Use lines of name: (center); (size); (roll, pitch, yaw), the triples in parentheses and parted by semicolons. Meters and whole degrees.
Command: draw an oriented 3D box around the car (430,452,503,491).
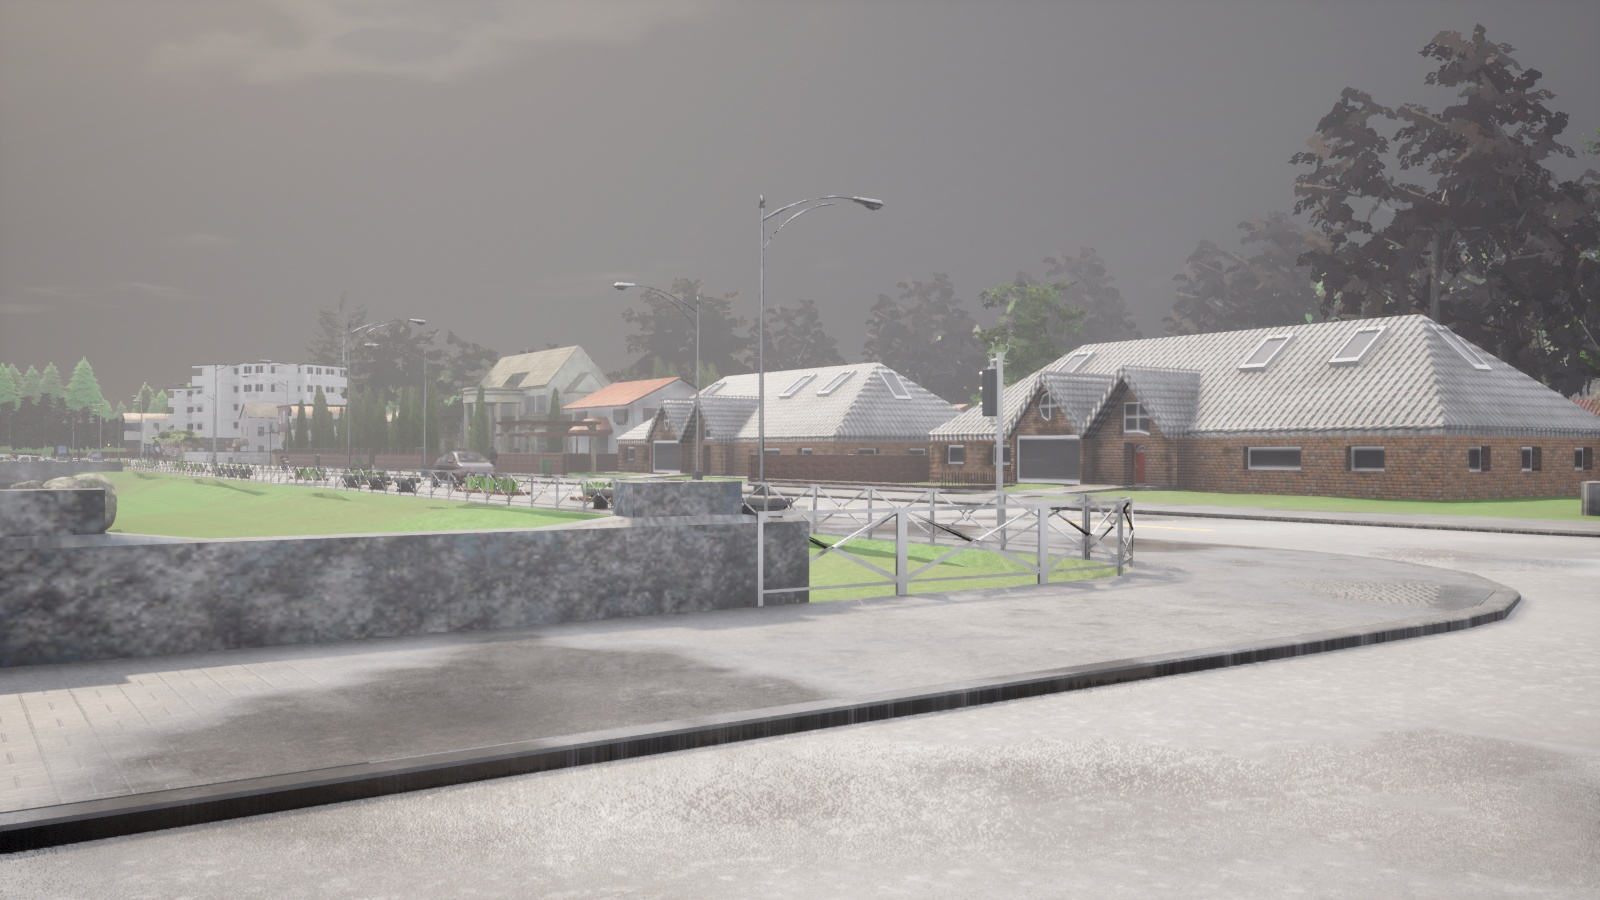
car: (-13.908, 0.881, 52.220); (1.789, 1.549, 3.705); (0, 0, -35)
